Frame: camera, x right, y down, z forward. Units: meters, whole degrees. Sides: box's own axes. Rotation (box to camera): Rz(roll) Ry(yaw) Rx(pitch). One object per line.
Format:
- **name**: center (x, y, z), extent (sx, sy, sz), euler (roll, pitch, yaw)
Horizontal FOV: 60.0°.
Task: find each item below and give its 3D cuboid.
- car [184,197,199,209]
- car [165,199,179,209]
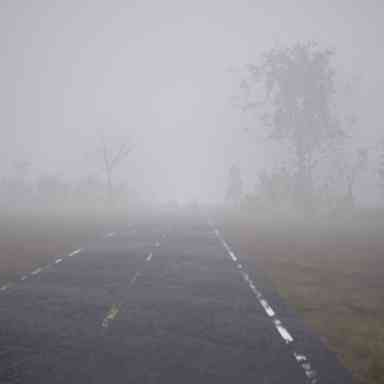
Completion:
- **car**: center (0.038, 1.885, 51.170), extent (1.812, 1.442, 4.674), euler (0, 0, 0)
- **car**: center (-3.119, 1.845, 52.329), extent (1.882, 1.535, 5.008), euler (0, -1, 0)
